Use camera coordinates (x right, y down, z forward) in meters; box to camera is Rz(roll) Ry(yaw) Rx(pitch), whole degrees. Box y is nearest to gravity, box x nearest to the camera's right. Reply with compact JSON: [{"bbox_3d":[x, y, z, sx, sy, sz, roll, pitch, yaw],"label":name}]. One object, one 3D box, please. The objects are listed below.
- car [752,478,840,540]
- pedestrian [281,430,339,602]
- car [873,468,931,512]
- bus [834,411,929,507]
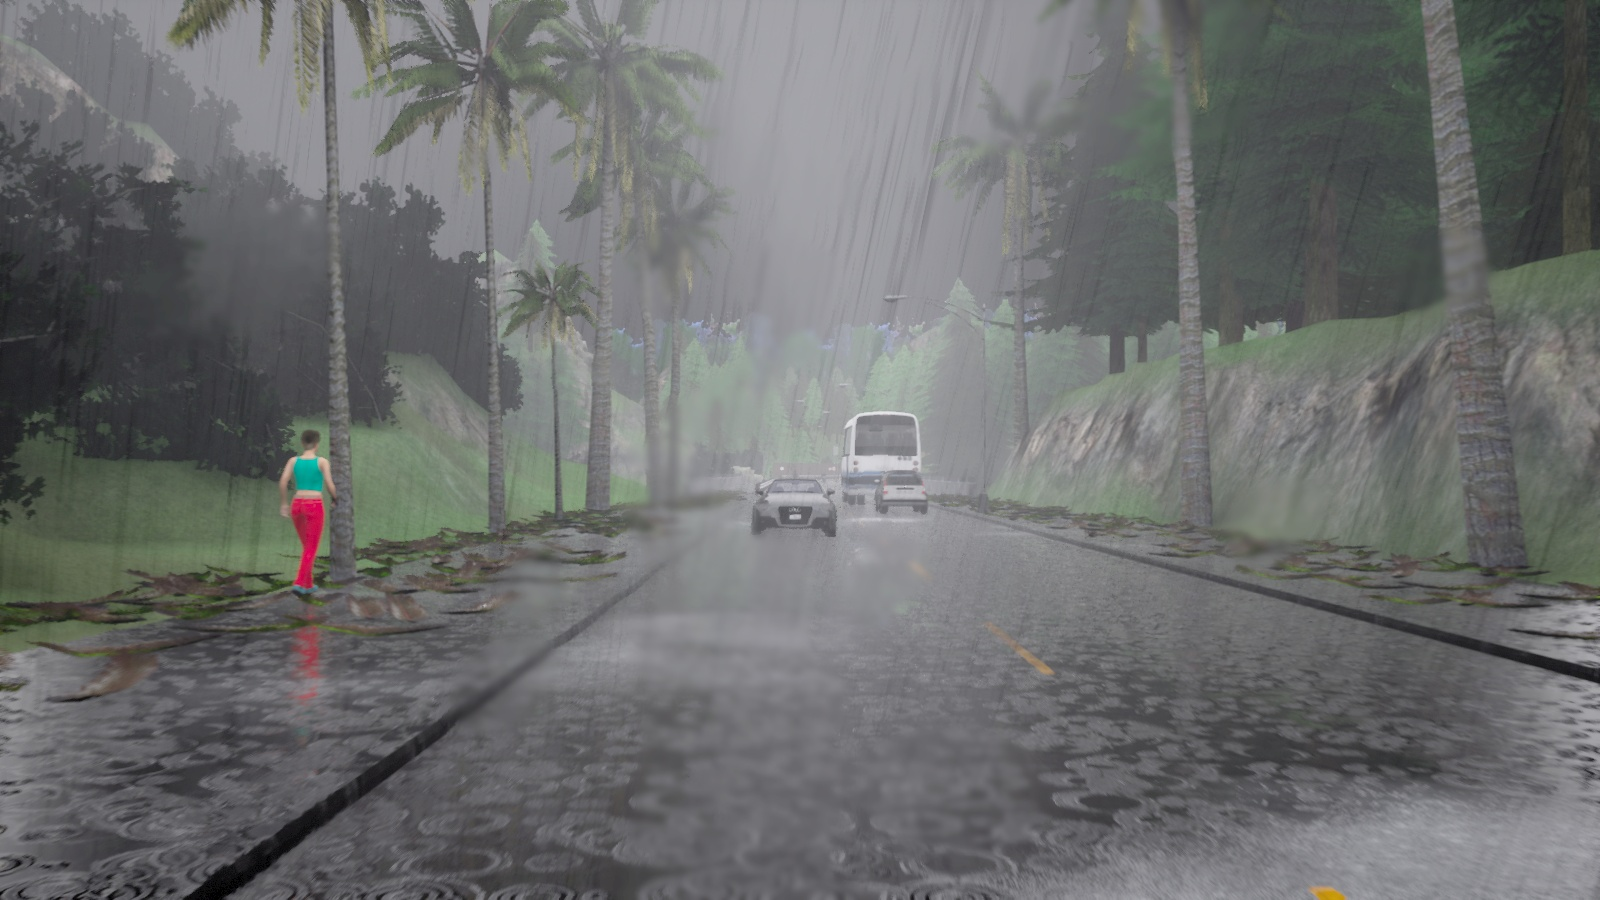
[{"bbox_3d":[-0.102,1.395,30.808,1.994,1.385,4.181,0,-1,0],"label":"car"},{"bbox_3d":[-5.347,0.709,13.722,0.345,1.836,0.594,0,-1,7],"label":"pedestrian"},{"bbox_3d":[3.835,1.499,47.855,1.851,1.617,3.988,0,-1,0],"label":"car"},{"bbox_3d":[3.780,0.448,61.226,3.944,4.253,10.273,0,-1,0],"label":"bus"}]
